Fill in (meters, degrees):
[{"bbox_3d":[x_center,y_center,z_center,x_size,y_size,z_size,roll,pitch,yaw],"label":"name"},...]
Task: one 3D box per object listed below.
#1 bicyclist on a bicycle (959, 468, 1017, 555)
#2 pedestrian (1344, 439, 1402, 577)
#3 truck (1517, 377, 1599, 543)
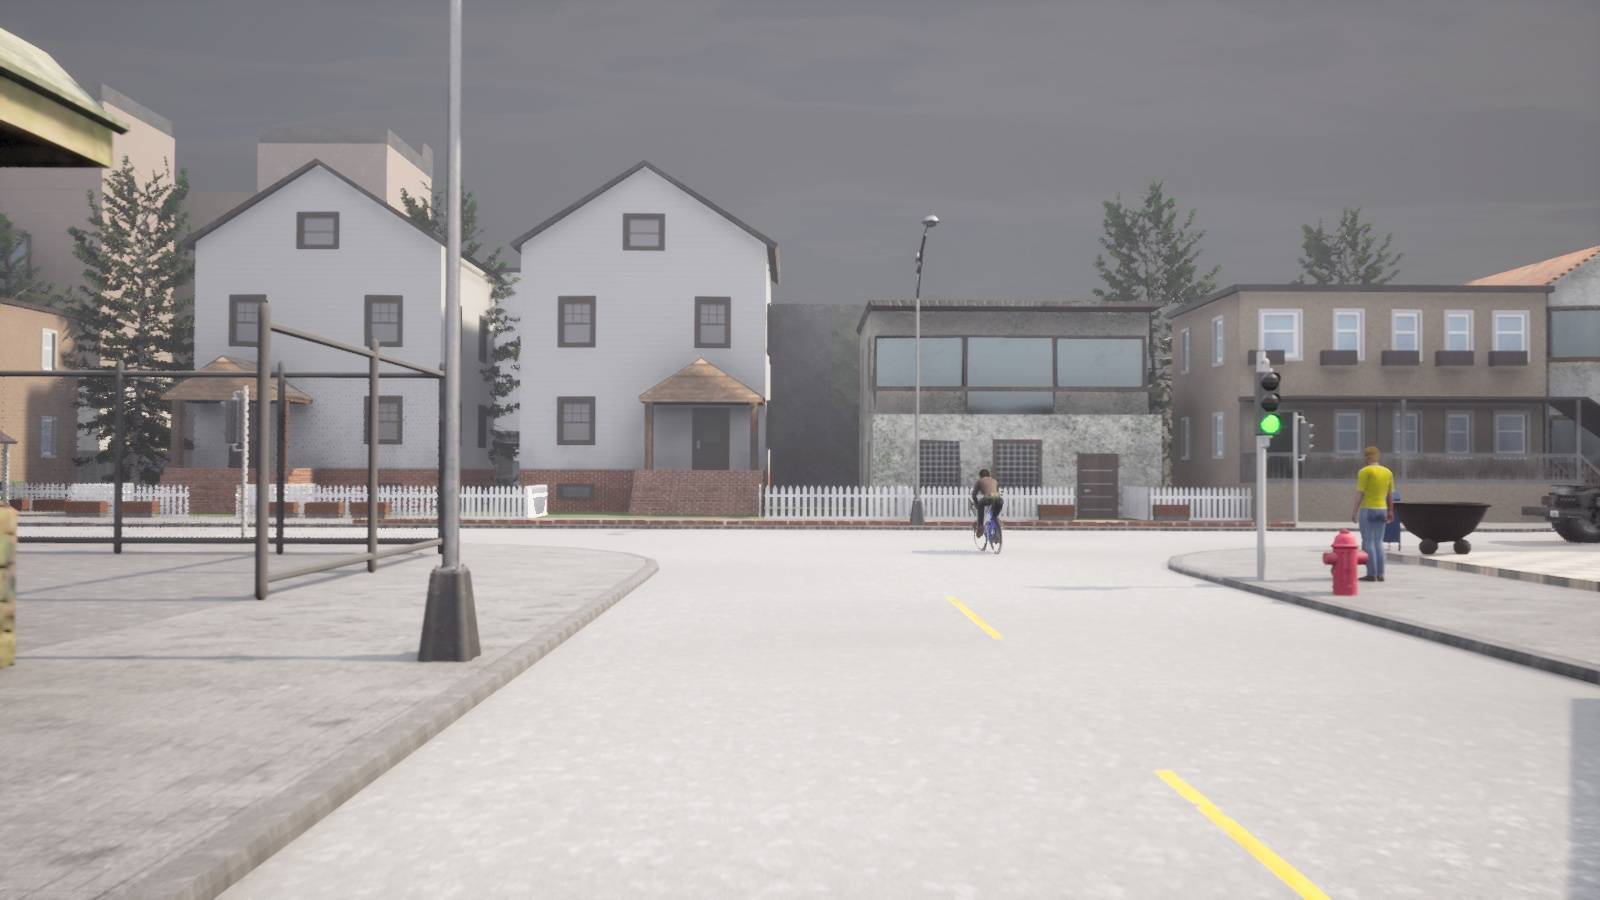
[{"bbox_3d":[3.641,1.168,24.477,0.582,1.620,1.656,-1,-1,-10],"label":"bicyclist on a bicycle"},{"bbox_3d":[7.781,0.779,17.074,0.354,1.836,0.706,0,-1,-12],"label":"pedestrian"},{"bbox_3d":[20.642,0.219,27.699,7.936,3.462,2.891,0,-1,0],"label":"truck"}]
